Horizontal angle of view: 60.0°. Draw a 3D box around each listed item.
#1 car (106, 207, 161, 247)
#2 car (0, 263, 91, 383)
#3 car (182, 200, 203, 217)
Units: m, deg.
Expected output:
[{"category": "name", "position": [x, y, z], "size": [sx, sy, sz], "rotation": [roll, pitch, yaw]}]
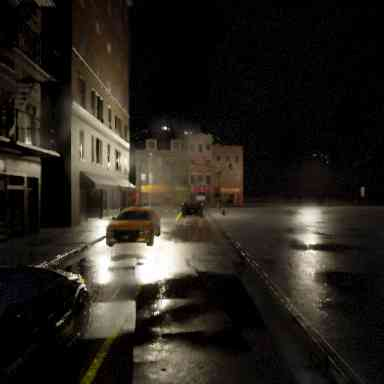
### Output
[{"category": "car", "position": [-2.555, 1.494, 15.431], "size": [1.882, 1.535, 5.008], "rotation": [0, 0, 0]}, {"category": "car", "position": [-2.597, 1.568, 3.666], "size": [1.994, 1.385, 4.181], "rotation": [0, 0, 0]}, {"category": "car", "position": [0.049, 1.523, 32.336], "size": [1.882, 1.535, 5.008], "rotation": [0, 0, 0]}]
